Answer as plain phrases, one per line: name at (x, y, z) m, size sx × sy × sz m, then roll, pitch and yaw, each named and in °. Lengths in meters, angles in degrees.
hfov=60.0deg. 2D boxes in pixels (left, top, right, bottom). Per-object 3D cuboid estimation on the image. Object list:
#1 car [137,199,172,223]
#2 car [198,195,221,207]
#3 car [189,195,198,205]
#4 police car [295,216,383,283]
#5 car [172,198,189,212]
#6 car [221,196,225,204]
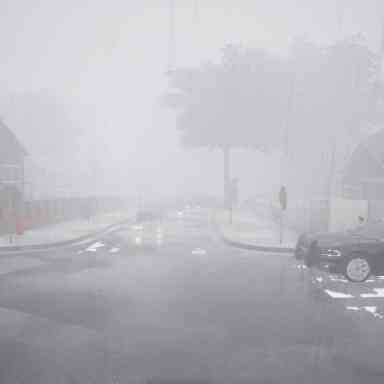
car at (-2.968, 1.467, 25.815) m, size 1.882 × 1.535 × 5.008 m, roll 0°, pitch 0°, yaw 3°
car at (2.721, 1.379, 51.555) m, size 2.097 × 1.767 × 4.553 m, roll 0°, pitch 0°, yaw 11°
car at (0.572, 1.351, 55.055) m, size 2.097 × 1.767 × 4.553 m, roll 1°, pitch 0°, yaw 11°
police car at (5.525, 1.367, 8.951) m, size 5.238 × 1.638 × 1.930 m, roll 0°, pitch 3°, yaw 0°
car at (-1.885, 1.505, 39.180) m, size 1.837 × 1.490 × 4.892 m, roll 0°, pitch 0°, yaw 7°
car at (4.716, 1.371, 61.271) m, size 2.097 × 1.767 × 4.553 m, roll 1°, pitch 0°, yaw 14°
